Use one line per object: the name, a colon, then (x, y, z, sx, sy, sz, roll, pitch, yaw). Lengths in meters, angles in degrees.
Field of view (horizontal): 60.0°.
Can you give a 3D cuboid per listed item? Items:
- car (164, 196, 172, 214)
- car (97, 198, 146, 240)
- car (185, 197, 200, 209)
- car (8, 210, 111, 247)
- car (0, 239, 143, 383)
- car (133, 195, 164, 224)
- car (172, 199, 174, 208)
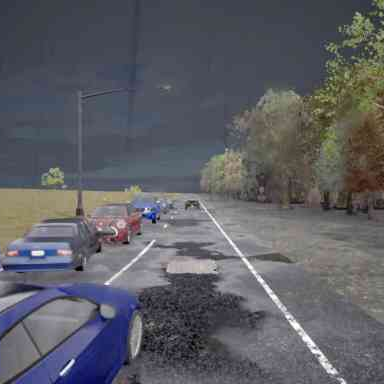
car: (-3.605, 1.351, 35.273, 2.097, 1.767, 4.553, 0, 0, 0)
car: (-3.681, 1.353, 15.613, 2.097, 1.767, 4.553, 0, 0, 1)
car: (0.046, 1.500, 44.321, 1.837, 1.490, 4.892, 0, 0, 0)
car: (-4.091, 1.549, 10.682, 2.033, 1.411, 5.357, 0, 0, -7)
car: (-1.794, 1.526, 2.923, 1.812, 1.442, 4.674, 0, 0, 6)
car: (-3.612, 1.223, 25.268, 2.150, 2.045, 5.566, 0, 0, -1)
car: (-3.607, 1.347, 45.280, 2.097, 1.767, 4.553, 0, 0, 0)
